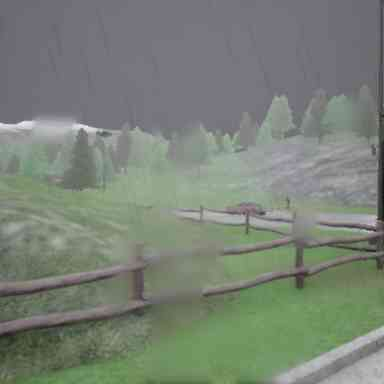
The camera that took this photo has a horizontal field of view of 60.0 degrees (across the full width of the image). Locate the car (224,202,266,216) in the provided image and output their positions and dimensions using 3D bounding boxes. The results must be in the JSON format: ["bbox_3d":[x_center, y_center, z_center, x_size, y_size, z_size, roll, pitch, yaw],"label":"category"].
[{"bbox_3d":[5.298,1.704,33.481,4.181,1.385,1.994,0,0,32],"label":"car"}]

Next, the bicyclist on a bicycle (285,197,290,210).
[{"bbox_3d":[12.191,1.507,42.285,0.582,1.620,1.656,0,0,34],"label":"bicyclist on a bicycle"}]
